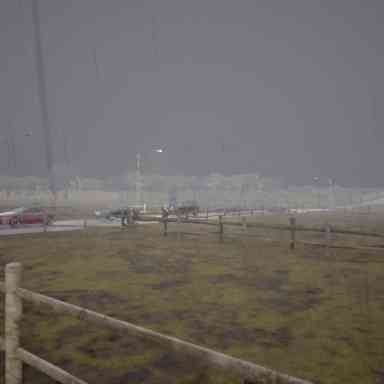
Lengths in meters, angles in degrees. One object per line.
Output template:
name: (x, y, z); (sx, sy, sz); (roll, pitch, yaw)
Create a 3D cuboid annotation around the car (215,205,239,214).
car: (5.320, 2.601, 50.400); (1.895, 1.301, 4.718); (1, -1, 36)

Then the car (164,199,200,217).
car: (-1.224, 1.928, 41.182); (2.150, 2.045, 5.566); (1, -1, 36)

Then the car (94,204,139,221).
car: (-7.297, 1.948, 32.586); (2.128, 1.511, 4.902); (1, -1, 35)

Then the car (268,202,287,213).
car: (15.330, 2.769, 59.591); (2.097, 1.767, 4.553); (1, -1, 37)

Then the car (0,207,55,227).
car: (-12.566, 1.823, 25.123); (1.994, 1.385, 4.181); (1, -1, 36)
